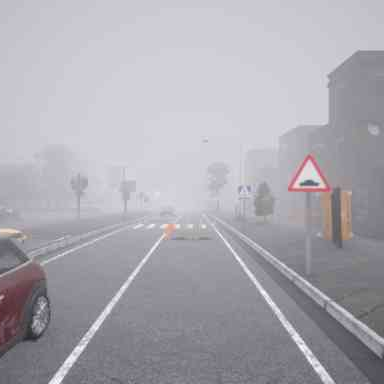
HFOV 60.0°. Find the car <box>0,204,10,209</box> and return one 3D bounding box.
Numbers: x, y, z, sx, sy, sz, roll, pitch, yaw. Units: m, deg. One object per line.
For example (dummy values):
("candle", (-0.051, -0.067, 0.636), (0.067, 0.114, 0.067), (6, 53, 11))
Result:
("car", (-21.890, 2.189, 34.315), (4.674, 1.452, 2.002), (0, -2, 0))

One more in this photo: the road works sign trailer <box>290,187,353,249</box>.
("road works sign trailer", (5.856, 1.038, 14.505), (2.880, 2.380, 3.560), (-2, -1, 13))

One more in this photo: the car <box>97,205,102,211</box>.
("car", (-21.797, 3.280, 68.353), (5.008, 1.535, 2.097), (0, -2, 0))

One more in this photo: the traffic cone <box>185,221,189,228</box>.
("traffic cone", (-0.365, 2.328, 24.193), (0.340, 0.580, 0.340), (0, -2, 0))

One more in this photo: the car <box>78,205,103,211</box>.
("car", (-21.776, 3.425, 71.499), (4.674, 1.452, 2.002), (0, -2, 0))

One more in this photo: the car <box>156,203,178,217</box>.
("car", (-3.267, 2.614, 45.185), (2.033, 1.411, 5.357), (0, -2, 0))

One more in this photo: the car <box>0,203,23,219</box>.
("car", (-21.950, 2.127, 37.489), (4.553, 1.767, 2.185), (0, -2, 0))

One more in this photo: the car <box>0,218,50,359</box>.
("car", (-3.349, 1.362, 3.494), (2.097, 1.767, 4.553), (0, 0, 0))

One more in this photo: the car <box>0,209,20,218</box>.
("car", (-9.369, 1.586, 12.939), (5.366, 1.575, 1.946), (0, -1, 0))

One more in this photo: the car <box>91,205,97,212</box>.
("car", (-21.799, 3.173, 65.081), (4.892, 1.521, 2.231), (0, -2, 0))

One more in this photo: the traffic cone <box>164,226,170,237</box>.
("traffic cone", (-1.371, 2.171, 18.194), (0.340, 0.580, 0.340), (0, -1, 0))

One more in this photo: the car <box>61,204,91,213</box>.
("car", (-21.815, 3.102, 61.806), (4.674, 1.452, 2.002), (0, -2, 0))
